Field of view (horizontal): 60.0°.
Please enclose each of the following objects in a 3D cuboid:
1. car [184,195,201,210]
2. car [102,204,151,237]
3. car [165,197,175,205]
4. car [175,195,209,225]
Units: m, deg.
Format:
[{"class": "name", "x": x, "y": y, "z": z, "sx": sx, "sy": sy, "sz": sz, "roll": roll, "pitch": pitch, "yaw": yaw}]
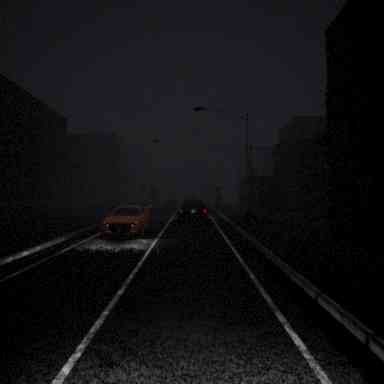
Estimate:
[{"class": "car", "x": 0.061, "y": 1.278, "z": 42.071, "sx": 2.097, "sy": 1.767, "sz": 4.553, "roll": 0, "pitch": 0, "yaw": 0}, {"class": "car", "x": -3.380, "y": 1.439, "z": 17.869, "sx": 1.882, "sy": 1.535, "sz": 5.008, "roll": 0, "pitch": 0, "yaw": 0}, {"class": "car", "x": -3.582, "y": 1.502, "z": 58.514, "sx": 1.994, "sy": 1.385, "sz": 4.181, "roll": 0, "pitch": 0, "yaw": 0}, {"class": "car", "x": 0.078, "y": 1.298, "z": 23.908, "sx": 2.097, "sy": 1.767, "sz": 4.553, "roll": 0, "pitch": 0, "yaw": 0}]
